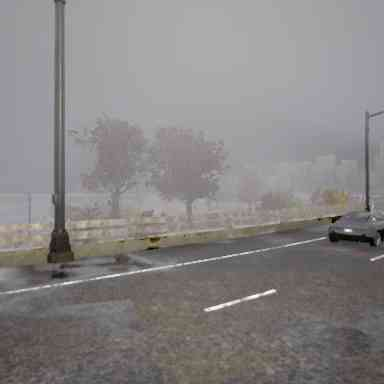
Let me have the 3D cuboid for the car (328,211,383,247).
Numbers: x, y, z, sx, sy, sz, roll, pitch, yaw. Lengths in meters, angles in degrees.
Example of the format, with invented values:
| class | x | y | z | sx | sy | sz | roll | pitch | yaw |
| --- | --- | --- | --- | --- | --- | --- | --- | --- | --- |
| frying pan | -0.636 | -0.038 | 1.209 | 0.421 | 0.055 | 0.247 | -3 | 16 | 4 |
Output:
| class | x | y | z | sx | sy | sz | roll | pitch | yaw |
| --- | --- | --- | --- | --- | --- | --- | --- | --- | --- |
| car | 7.922 | 1.570 | 15.180 | 4.181 | 1.385 | 1.994 | 0 | 0 | -44 |
